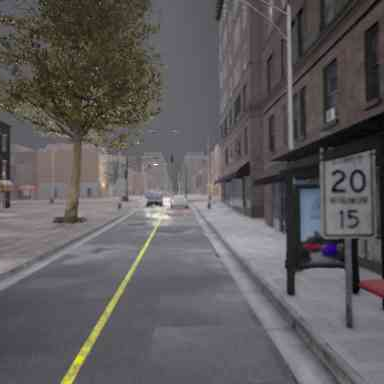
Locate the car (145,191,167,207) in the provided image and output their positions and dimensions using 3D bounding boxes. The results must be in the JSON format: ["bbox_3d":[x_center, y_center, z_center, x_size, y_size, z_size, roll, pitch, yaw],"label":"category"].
[{"bbox_3d":[-4.334,0.947,39.403,2.033,1.411,5.357,0,2,-2],"label":"car"}]

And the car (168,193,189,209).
[{"bbox_3d":[-1.422,0.998,36.665,1.812,1.442,4.674,0,2,-2],"label":"car"}]

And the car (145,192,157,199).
[{"bbox_3d":[-8.097,0.697,66.219,2.008,1.369,4.403,1,0,-2],"label":"car"}]

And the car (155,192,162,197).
[{"bbox_3d":[-9.240,0.616,92.340,1.802,1.307,4.206,1,0,-2],"label":"car"}]
